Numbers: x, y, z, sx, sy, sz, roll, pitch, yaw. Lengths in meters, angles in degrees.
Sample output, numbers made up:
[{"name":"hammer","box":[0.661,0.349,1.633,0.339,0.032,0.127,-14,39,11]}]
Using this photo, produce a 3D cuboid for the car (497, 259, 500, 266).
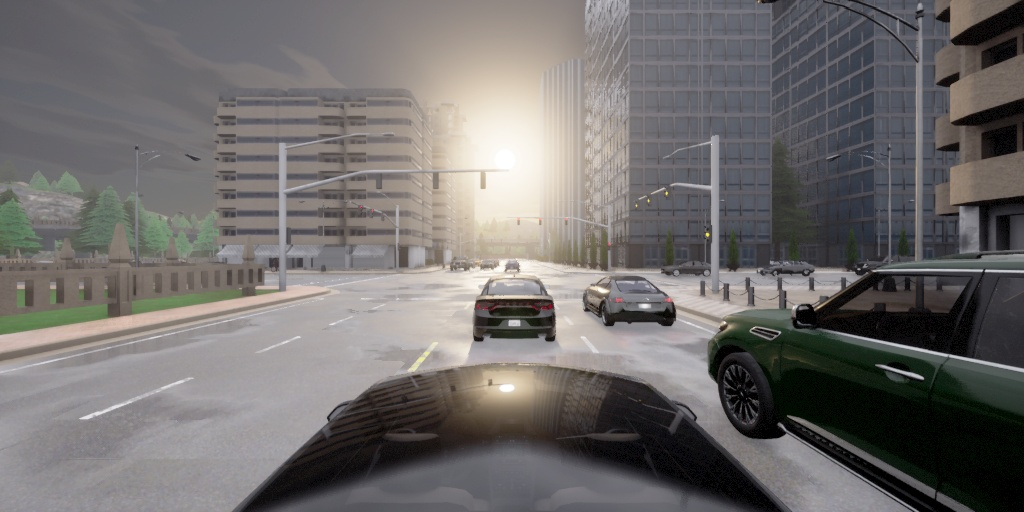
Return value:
[{"name":"car","box":[-3.613,1.241,62.285,2.128,1.511,4.902,0,0,0]}]

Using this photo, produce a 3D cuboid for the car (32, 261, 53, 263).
[{"name":"car","box":[-48.147,1.220,36.810,4.674,1.442,1.812,0,0,40]}]

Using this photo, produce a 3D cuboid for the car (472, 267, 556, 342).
[{"name":"car","box":[0.063,1.228,9.841,1.882,1.535,5.008,0,0,0]}]

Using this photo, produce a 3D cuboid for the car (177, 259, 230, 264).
[{"name":"car","box":[-22.929,1.199,27.898,4.892,1.490,1.837,0,0,3]}]

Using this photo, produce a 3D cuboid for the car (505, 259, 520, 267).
[{"name":"car","box":[0.014,1.276,47.973,1.812,1.442,4.674,0,0,1]}]

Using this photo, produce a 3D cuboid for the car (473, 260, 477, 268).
[{"name":"car","box":[-7.125,1.255,59.278,1.837,1.490,4.892,0,0,0]}]

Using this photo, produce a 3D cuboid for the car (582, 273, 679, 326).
[{"name":"car","box":[3.571,1.314,11.622,1.994,1.385,4.181,0,0,0]}]

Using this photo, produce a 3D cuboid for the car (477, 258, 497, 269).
[{"name":"car","box":[-3.632,1.255,52.945,1.837,1.490,4.892,0,0,0]}]

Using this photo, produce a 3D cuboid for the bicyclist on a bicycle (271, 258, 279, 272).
[{"name":"bicyclist on a bicycle","box":[-26.109,0.995,39.787,0.582,1.620,1.656,0,0,7]}]

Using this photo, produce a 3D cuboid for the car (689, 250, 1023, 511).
[{"name":"car","box":[3.601,0.971,2.268,2.150,2.045,5.566,0,0,0]}]

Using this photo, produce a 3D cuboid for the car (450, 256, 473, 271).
[{"name":"car","box":[-7.132,0.972,49.574,2.150,2.045,5.566,0,0,0]}]

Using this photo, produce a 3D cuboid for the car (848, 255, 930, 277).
[{"name":"car","box":[36.194,0.916,34.530,5.566,2.045,2.150,0,0,0]}]

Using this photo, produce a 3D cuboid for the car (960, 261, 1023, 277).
[{"name":"car","box":[46.533,1.220,34.450,4.674,1.442,1.812,0,0,1]}]

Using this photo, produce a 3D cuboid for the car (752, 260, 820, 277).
[{"name":"car","box":[26.315,1.186,34.582,4.902,1.511,2.128,0,0,0]}]

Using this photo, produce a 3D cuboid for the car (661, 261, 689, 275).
[{"name":"car","box":[16.953,1.199,34.633,4.892,1.490,1.837,0,0,0]}]

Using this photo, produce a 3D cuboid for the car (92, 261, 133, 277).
[{"name":"car","box":[-34.132,1.295,29.512,4.718,1.301,1.895,0,0,18]}]
